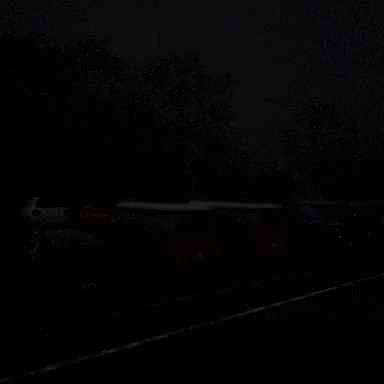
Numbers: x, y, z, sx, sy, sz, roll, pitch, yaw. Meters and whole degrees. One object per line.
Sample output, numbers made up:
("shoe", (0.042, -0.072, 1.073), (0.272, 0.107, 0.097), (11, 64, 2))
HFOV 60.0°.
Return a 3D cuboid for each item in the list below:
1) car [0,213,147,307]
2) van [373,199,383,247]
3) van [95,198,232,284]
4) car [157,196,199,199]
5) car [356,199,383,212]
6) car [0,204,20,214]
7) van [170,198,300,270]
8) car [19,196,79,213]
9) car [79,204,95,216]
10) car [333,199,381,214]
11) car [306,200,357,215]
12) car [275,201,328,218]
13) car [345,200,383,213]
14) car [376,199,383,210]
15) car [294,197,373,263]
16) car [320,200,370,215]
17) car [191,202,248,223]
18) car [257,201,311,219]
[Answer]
("car", (-3.307, 1.503, 8.173), (2.231, 1.521, 4.892), (1, 0, -36))
("van", (5.745, 1.392, 14.793), (1.878, 1.987, 4.442), (1, 0, -36))
("van", (-1.096, 1.306, 9.905), (1.878, 1.987, 4.442), (1, 0, -36))
("car", (-2.288, 1.362, 25.021), (2.435, 2.045, 5.566), (1, 0, -36))
("car", (24.939, 1.750, 44.214), (1.946, 1.575, 5.366), (0, 0, -36))
("car", (-11.290, 1.528, 18.518), (2.163, 1.488, 4.792), (1, 0, -36))
("van", (1.185, 1.334, 11.535), (1.878, 1.987, 4.442), (1, 0, -36))
("car", (-9.063, 1.276, 20.180), (2.435, 2.045, 5.566), (1, 0, -36))
("car", (-6.898, 1.553, 21.920), (1.946, 1.575, 5.366), (1, 0, -36))
("car", (20.311, 1.741, 41.143), (2.231, 1.521, 4.892), (0, 0, -36))
("car", (15.795, 1.726, 37.915), (2.097, 1.535, 5.008), (0, 0, -36))
("car", (11.286, 1.713, 34.679), (2.231, 1.521, 4.892), (0, 0, -36))
("car", (22.556, 1.776, 42.775), (2.163, 1.488, 4.792), (0, 0, -36))
("car", (29.365, 1.796, 47.570), (2.163, 1.488, 4.792), (0, 0, -36))
("car", (3.550, 1.338, 13.047), (2.435, 2.045, 5.566), (1, 0, -36))
("car", (18.054, 1.732, 39.529), (2.097, 1.535, 5.008), (0, 0, -36))
("car", (2.226, 1.688, 28.247), (2.163, 1.488, 4.792), (1, 0, -36))
("car", (9.025, 1.703, 33.064), (2.097, 1.535, 5.008), (0, 0, -36))
